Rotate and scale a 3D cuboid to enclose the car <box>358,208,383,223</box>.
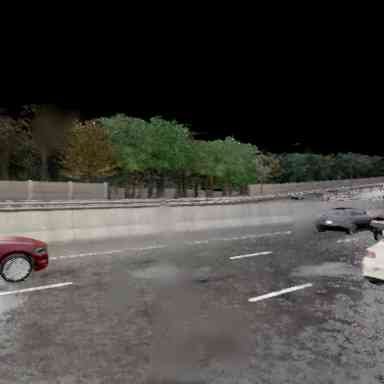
[{"bbox_3d":[10.021,1.478,15.166,4.902,1.511,2.128,0,0,-35],"label":"car"}]

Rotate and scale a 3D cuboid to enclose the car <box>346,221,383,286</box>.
[{"bbox_3d":[5.968,1.518,8.115,4.674,1.442,1.812,0,0,-35],"label":"car"}]

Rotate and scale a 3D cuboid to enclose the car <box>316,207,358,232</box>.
[{"bbox_3d":[8.839,1.549,18.620,4.181,1.385,1.994,0,0,-35],"label":"car"}]

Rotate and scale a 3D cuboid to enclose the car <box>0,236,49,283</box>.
[{"bbox_3d":[-6.133,1.477,7.968,5.008,1.535,1.882,0,0,-36],"label":"car"}]

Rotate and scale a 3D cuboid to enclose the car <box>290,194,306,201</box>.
[{"bbox_3d":[21.077,1.103,66.032,1.895,1.301,4.718,0,2,36],"label":"car"}]

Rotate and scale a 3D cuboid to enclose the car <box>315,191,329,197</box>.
[{"bbox_3d":[30.788,0.495,78.569,2.033,1.411,5.357,0,3,39],"label":"car"}]
